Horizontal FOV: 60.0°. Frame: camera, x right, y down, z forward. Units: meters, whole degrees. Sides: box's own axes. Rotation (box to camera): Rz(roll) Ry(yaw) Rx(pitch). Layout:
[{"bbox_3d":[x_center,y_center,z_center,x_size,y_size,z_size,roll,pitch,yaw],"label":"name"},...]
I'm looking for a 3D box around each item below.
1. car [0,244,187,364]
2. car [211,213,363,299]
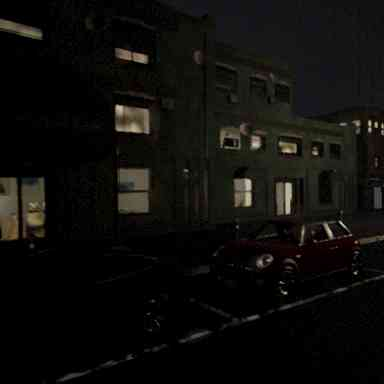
[{"bbox_3d":[-2.088,1.557,5.074,4.313,1.339,1.947,-1,0,-35],"label":"car"},{"bbox_3d":[2.410,1.391,8.281,4.097,1.590,1.967,-1,0,-35],"label":"car"}]
